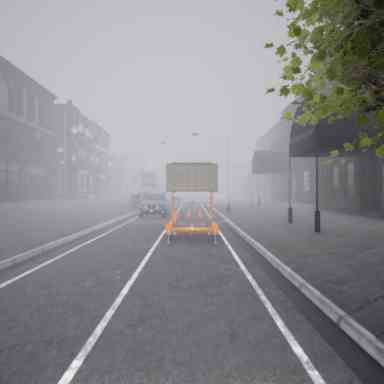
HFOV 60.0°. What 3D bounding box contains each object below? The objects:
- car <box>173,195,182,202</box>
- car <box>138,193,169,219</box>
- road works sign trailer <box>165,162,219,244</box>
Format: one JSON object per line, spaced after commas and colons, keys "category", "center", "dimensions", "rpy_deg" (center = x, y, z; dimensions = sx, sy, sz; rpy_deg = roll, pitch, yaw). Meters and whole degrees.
{"category": "car", "center": [-3.042, 1.362, 69.967], "dimensions": [1.895, 1.301, 4.718], "rpy_deg": [0, 0, 0]}
{"category": "car", "center": [-3.115, 1.076, 28.180], "dimensions": [2.150, 2.045, 5.566], "rpy_deg": [0, 0, 0]}
{"category": "road works sign trailer", "center": [0.004, 0.391, 15.489], "dimensions": [2.380, 3.560, 2.880], "rpy_deg": [0, 0, 0]}
